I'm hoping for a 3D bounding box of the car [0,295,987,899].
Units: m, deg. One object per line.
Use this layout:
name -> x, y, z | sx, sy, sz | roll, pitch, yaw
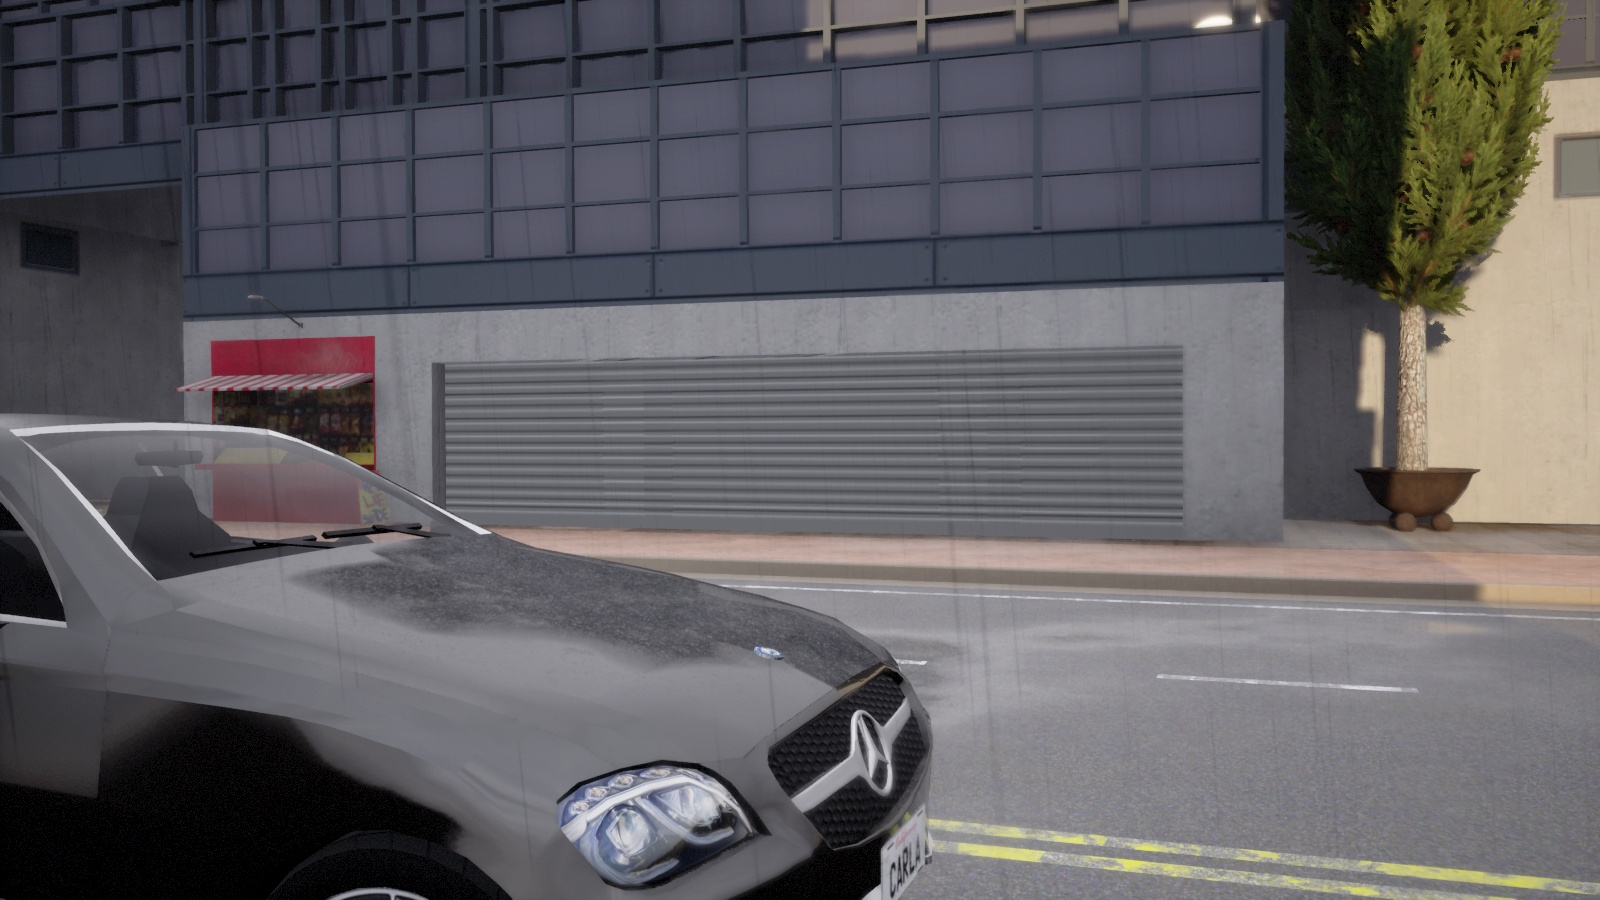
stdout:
car -> -2.120, 0.535, 3.904 | 5.027, 1.651, 2.152 | 1, 1, 19
